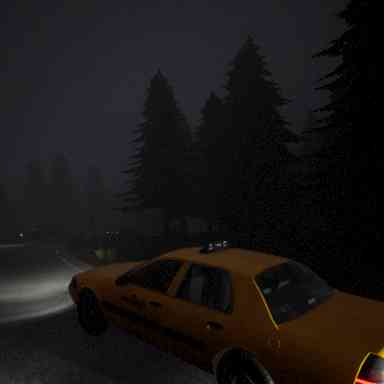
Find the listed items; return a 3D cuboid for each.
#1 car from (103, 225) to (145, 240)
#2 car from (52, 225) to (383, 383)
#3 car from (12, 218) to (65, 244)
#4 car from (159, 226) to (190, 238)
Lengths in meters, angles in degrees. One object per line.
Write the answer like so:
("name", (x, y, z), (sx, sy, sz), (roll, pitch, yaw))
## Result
("car", (-7.435, 4.527, 36.976), (2.033, 1.411, 5.357), (-4, -8, 20))
("car", (0.120, 1.442, 4.754), (5.366, 1.575, 1.801), (0, 1, 43))
("car", (-12.728, 3.246, 28.200), (2.150, 2.045, 5.566), (-4, -7, 6))
("car", (-2.310, 5.562, 46.281), (1.882, 1.535, 5.008), (-5, -8, 30))
